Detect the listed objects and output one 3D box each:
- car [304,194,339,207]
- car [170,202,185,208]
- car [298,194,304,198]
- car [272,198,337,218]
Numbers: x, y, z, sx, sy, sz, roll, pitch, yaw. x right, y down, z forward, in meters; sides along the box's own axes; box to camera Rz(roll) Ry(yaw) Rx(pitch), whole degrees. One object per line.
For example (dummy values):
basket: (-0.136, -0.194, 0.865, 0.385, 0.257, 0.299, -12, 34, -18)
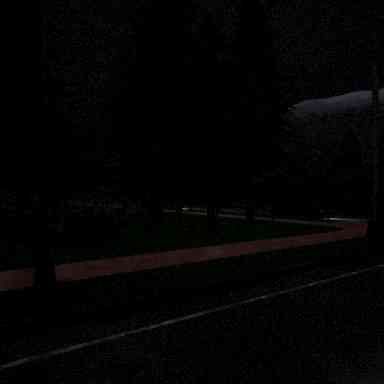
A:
car: (16.764, 1.160, 42.243, 4.605, 1.855, 1.932, 0, 0, -37)
car: (-2.869, 1.550, 46.865, 1.994, 1.385, 4.181, 0, 0, -37)
car: (14.947, 1.162, 44.024, 3.866, 1.878, 1.905, 0, 0, -37)
car: (9.782, 1.533, 29.956, 2.033, 1.411, 5.357, 0, 0, -37)
